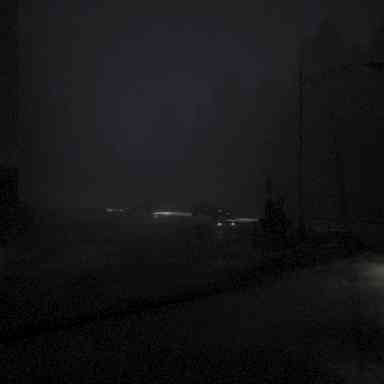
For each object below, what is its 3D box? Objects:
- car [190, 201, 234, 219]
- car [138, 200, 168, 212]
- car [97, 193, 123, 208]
[{"bbox_3d":[1.641,1.525,29.400,1.812,1.442,4.674,0,0,-36],"label":"car"},{"bbox_3d":[-4.504,1.563,37.948,1.994,1.385,4.181,0,0,-36],"label":"car"},{"bbox_3d":[-12.009,1.223,48.473,2.150,2.045,5.566,0,0,-35],"label":"car"}]
